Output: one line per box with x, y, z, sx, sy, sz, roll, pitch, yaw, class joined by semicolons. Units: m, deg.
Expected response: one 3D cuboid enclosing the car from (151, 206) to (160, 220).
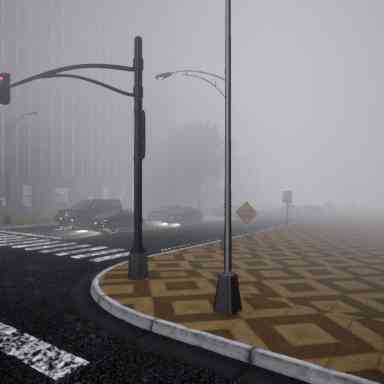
-2.465;2.001;33.536;1.837;1.490;4.892;0;-1;33;car

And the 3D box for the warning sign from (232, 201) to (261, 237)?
3.052;1.454;18.587;1.300;1.860;1.060;1;1;33;warning sign

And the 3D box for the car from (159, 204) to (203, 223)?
-0.662;2.033;30.336;1.994;1.385;4.181;0;-1;32;car

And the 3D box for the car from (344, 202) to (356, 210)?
31.403;2.770;65.984;1.801;1.575;5.366;0;-1;33;car

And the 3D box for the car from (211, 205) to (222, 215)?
4.263;2.319;44.011;1.895;1.301;4.718;0;-1;32;car

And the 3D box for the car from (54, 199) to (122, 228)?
-7.643;1.547;25.467;2.150;2.045;5.566;0;-1;33;car

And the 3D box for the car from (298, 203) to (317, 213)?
19.012;2.593;54.795;1.994;1.385;4.181;0;-1;33;car

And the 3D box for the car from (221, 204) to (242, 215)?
5.800;2.284;40.387;1.895;1.301;4.718;0;-1;33;car

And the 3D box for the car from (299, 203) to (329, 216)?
16.458;2.406;44.704;2.033;1.411;5.357;0;-1;33;car

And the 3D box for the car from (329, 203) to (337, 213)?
21.748;2.537;53.041;1.837;1.490;4.892;0;-1;33;car

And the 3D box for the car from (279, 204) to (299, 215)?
13.493;2.373;46.108;1.812;1.442;4.674;0;-1;33;car

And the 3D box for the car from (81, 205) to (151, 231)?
-5.194;1.883;23.270;1.994;1.385;4.181;0;-1;33;car
